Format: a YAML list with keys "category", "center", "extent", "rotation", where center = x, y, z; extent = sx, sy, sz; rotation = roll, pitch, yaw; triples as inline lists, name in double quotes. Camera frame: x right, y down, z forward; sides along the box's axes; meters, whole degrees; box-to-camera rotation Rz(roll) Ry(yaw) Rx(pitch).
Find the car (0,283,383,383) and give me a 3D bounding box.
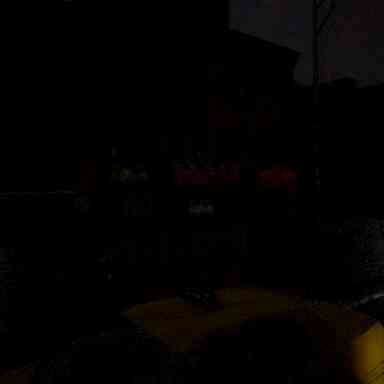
- category: "car"
  center: [-0.132, 1.525, 2.741]
  extent: [4.829, 1.417, 1.752]
  rotation: [0, -1, -35]
